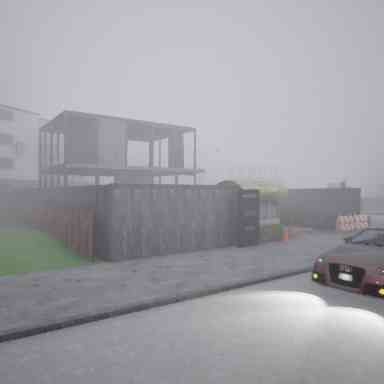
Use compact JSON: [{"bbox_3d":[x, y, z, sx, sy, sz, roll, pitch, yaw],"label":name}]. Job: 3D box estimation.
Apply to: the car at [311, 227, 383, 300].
[{"bbox_3d":[4.785,1.564,7.990,4.181,1.385,1.994,0,0,-35],"label":"car"}]
